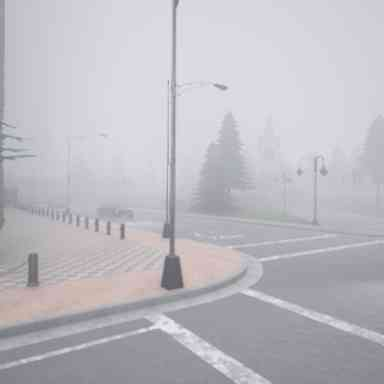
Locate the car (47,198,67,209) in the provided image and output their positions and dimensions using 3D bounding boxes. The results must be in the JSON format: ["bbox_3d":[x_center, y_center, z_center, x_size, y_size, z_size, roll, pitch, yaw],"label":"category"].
[{"bbox_3d":[-19.190,1.583,47.118,1.837,1.490,4.892,1,-1,-35],"label":"car"}]

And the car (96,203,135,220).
[{"bbox_3d":[-6.739,1.674,29.104,1.895,1.301,4.718,1,0,-35],"label":"car"}]
